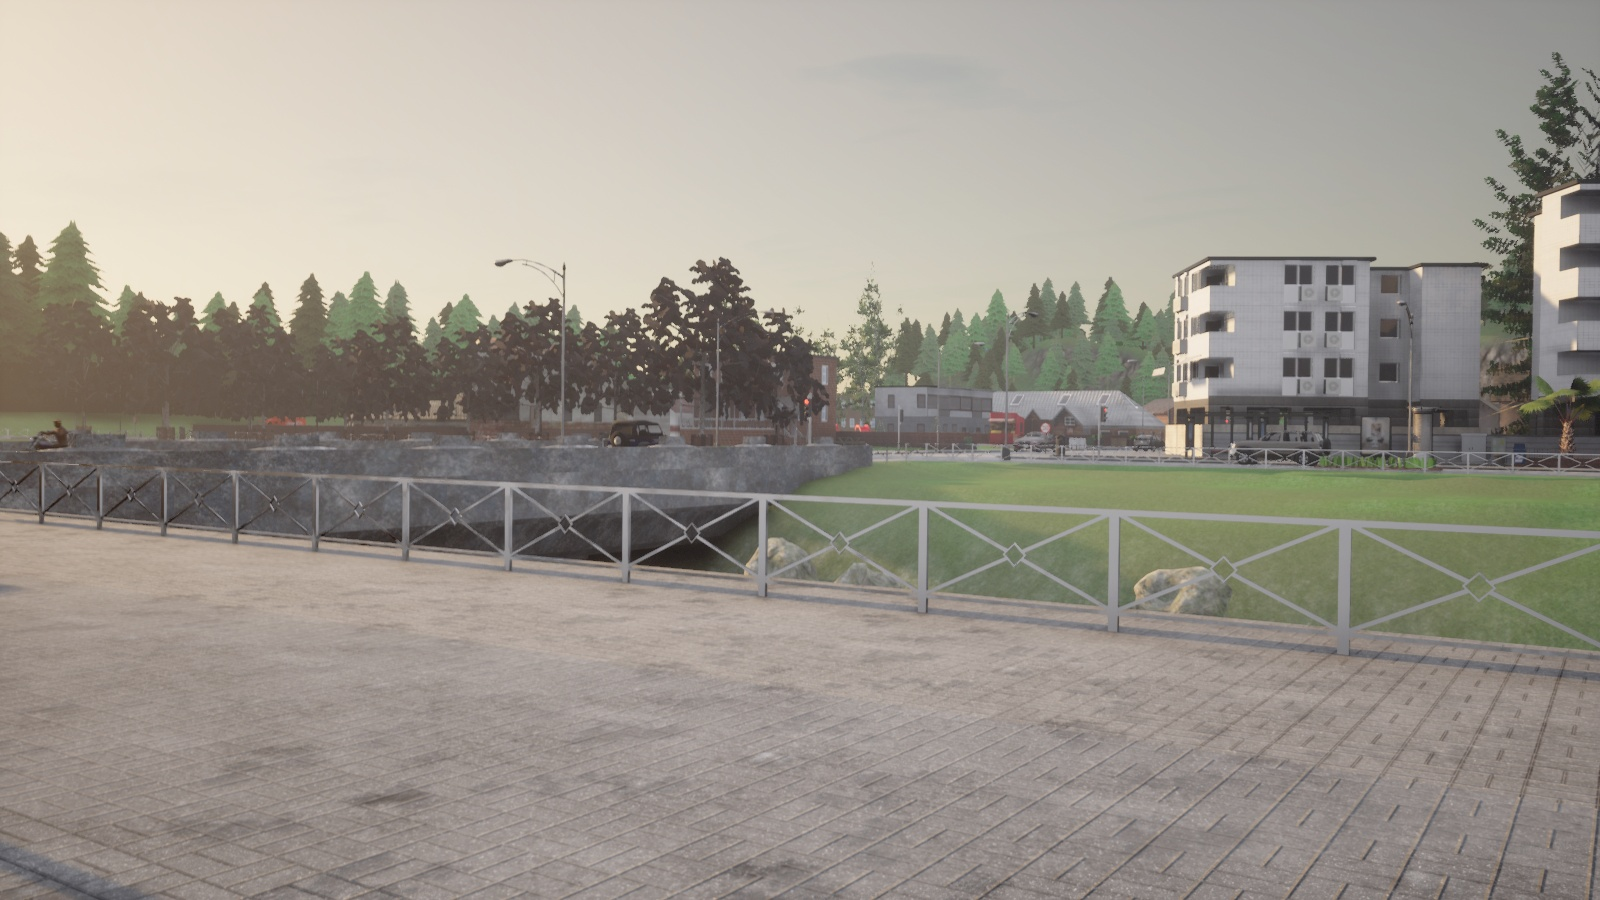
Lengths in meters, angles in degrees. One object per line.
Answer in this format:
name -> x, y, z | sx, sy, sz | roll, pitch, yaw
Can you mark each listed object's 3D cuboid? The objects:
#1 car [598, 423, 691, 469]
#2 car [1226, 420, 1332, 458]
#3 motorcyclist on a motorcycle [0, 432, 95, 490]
car -> -6.609, -0.211, 53.678 | 1.905, 1.878, 3.866 | 0, 1, 33
car -> 23.808, -0.547, 62.490 | 4.605, 1.855, 1.932 | 0, 1, 34
motorcyclist on a motorcycle -> -22.316, 0.303, 37.249 | 0.766, 1.649, 2.350 | 0, 1, 34
